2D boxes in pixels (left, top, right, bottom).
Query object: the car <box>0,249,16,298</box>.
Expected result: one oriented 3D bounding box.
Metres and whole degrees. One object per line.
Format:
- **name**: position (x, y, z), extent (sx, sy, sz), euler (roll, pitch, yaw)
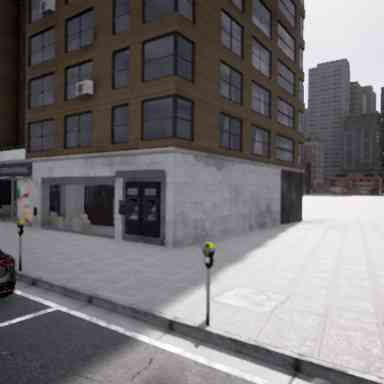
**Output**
- **car**: position (-5.303, 1.434, 6.817), extent (4.313, 1.339, 1.947), euler (1, 1, 35)
